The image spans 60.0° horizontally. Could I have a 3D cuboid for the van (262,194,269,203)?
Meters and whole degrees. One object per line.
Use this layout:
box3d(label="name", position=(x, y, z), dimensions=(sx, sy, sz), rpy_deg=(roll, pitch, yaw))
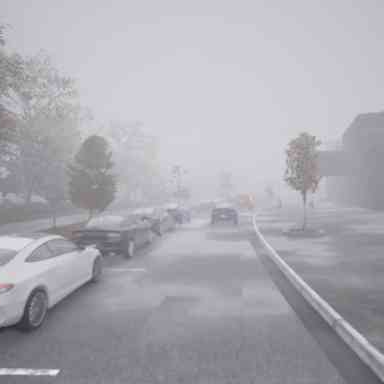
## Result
box3d(label="van", position=(14.740, 1.440, 71.788), dimensions=(1.878, 1.987, 4.442), rpy_deg=(-3, -1, 29))

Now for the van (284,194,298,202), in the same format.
box3d(label="van", position=(26.750, 1.596, 90.625), dimensions=(1.878, 1.987, 4.442), rpy_deg=(-3, -1, 35))

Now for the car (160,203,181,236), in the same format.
box3d(label="car", position=(-2.284, 1.535, 18.720), dimensions=(2.231, 1.521, 4.892), rpy_deg=(-1, 0, 8))

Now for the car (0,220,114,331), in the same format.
box3d(label="car", position=(-3.347, 1.559, 6.825), dimensions=(2.002, 1.452, 4.674), rpy_deg=(-1, 0, 4))

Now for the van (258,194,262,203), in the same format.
box3d(label="van", position=(12.163, 1.413, 66.822), dimensions=(1.878, 1.987, 4.442), rpy_deg=(-4, -1, 24))

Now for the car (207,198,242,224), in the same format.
box3d(label="car", position=(2.577, 1.518, 25.379), dimensions=(1.882, 1.535, 5.008), rpy_deg=(0, 0, 10))

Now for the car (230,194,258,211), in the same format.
box3d(label="car", position=(6.807, 1.275, 42.876), dimensions=(2.150, 2.045, 5.566), rpy_deg=(-1, 0, 17))

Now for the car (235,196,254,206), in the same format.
box3d(label="car", position=(9.831, 1.613, 61.821), dimensions=(1.946, 1.575, 5.366), rpy_deg=(-3, -1, 26))

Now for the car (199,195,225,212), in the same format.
box3d(label="car", position=(2.141, 1.578, 40.635), dimensions=(2.231, 1.521, 4.892), rpy_deg=(-4, -1, 17))

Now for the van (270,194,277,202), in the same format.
box3d(label="van", position=(17.484, 1.473, 76.660), dimensions=(1.878, 1.987, 4.442), rpy_deg=(-3, -1, 29))

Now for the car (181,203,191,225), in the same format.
box3d(label="car", position=(-1.331, 1.542, 24.975), dimensions=(2.097, 1.535, 5.008), rpy_deg=(-1, 0, 10))

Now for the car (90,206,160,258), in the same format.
box3d(label="car", position=(-2.888, 1.539, 13.042), dimensions=(2.097, 1.535, 5.008), rpy_deg=(-1, 0, 6))

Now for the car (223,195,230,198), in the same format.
box3d(label="car", position=(3.757, 1.586, 45.988), dimensions=(2.231, 1.521, 4.892), rpy_deg=(-4, -1, 17))

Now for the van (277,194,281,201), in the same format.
box3d(label="van", position=(20.381, 1.510, 81.429), dimensions=(1.878, 1.987, 4.442), rpy_deg=(-3, -1, 31))
